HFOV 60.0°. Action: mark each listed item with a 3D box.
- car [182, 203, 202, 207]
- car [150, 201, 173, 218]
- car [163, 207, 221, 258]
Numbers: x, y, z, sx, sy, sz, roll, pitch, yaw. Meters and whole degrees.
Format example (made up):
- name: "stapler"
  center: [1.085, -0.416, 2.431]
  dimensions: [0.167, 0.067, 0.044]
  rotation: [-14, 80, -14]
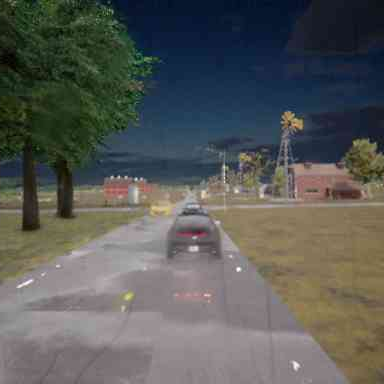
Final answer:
- name: "car"
  center: [0.077, 1.629, 27.912]
  dimensions: [1.812, 1.442, 4.674]
  rotation: [0, -1, 0]
- name: "car"
  center: [-2.822, 1.603, 31.768]
  dimensions: [1.882, 1.535, 5.008]
  rotation: [0, 0, 0]
- name: "car"
  center: [0.074, 1.544, 12.872]
  dimensions: [1.837, 1.490, 4.892]
  rotation: [0, 0, 0]
